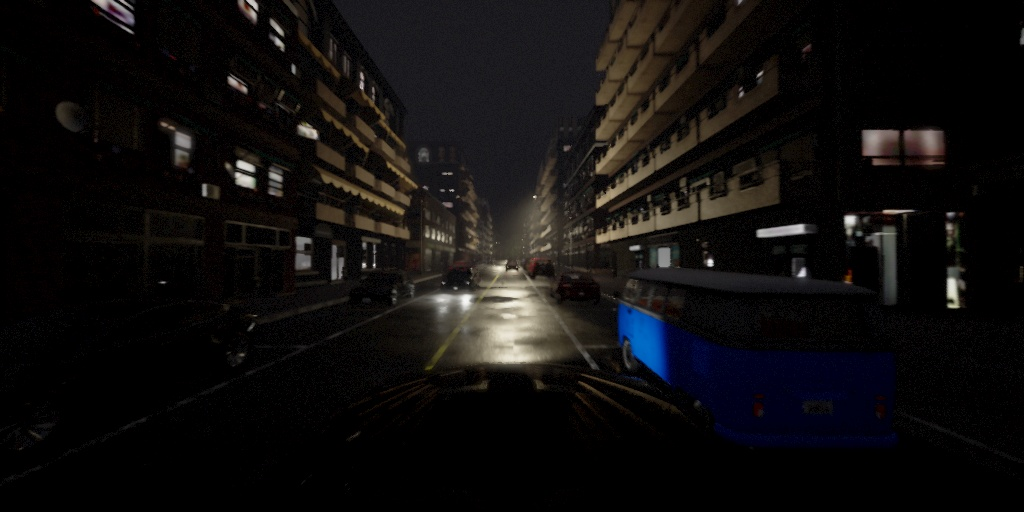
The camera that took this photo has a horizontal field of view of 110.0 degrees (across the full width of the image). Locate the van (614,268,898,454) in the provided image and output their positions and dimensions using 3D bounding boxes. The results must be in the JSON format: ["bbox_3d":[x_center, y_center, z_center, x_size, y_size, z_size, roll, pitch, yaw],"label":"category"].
[{"bbox_3d":[2.693,1.099,5.006,1.690,1.789,3.998,0,0,0],"label":"van"}]

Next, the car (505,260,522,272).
[{"bbox_3d":[0.017,1.482,49.405,1.895,1.301,4.718,0,0,0],"label":"car"}]

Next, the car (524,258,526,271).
[{"bbox_3d":[2.703,1.164,38.431,2.192,1.841,5.009,0,0,0],"label":"car"}]

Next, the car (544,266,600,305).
[{"bbox_3d":[2.697,1.333,16.147,1.888,1.381,4.507,0,0,0],"label":"car"}]

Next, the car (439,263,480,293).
[{"bbox_3d":[-3.000,1.353,21.773,2.033,1.411,5.357,0,0,0],"label":"car"}]

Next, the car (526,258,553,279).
[{"bbox_3d":[2.702,1.149,32.861,2.192,1.841,5.009,0,0,0],"label":"car"}]

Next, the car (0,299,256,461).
[{"bbox_3d":[-5.687,1.326,5.048,1.948,1.339,4.313,0,0,0],"label":"car"}]

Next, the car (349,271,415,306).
[{"bbox_3d":[-5.684,1.356,16.190,1.948,1.339,4.313,0,0,0],"label":"car"}]

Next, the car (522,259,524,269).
[{"bbox_3d":[2.707,1.406,49.743,1.751,1.417,4.829,0,0,0],"label":"car"}]
